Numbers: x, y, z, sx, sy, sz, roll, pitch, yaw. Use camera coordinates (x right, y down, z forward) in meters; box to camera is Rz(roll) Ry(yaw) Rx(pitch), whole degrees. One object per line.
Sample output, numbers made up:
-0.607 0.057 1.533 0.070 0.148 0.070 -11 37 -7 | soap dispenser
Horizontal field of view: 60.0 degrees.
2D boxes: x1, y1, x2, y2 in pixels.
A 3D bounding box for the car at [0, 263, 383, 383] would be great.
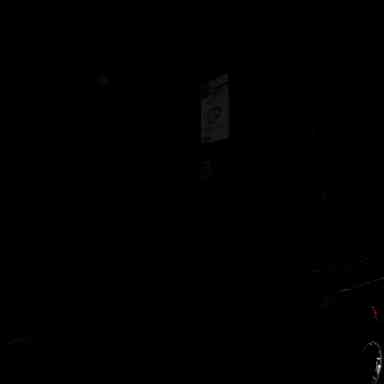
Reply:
0.261 1.562 3.566 4.181 1.385 1.994 0 0 -36 | car
